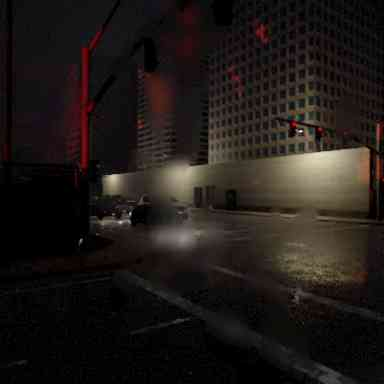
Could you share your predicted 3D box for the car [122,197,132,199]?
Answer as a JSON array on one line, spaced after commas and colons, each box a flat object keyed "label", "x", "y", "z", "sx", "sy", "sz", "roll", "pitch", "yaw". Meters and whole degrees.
[{"label": "car", "x": -10.294, "y": 1.574, "z": 50.912, "sx": 2.128, "sy": 1.511, "sz": 4.902, "roll": 0, "pitch": -1, "yaw": -35}]

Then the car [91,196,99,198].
[{"label": "car", "x": -13.985, "y": 1.389, "z": 43.708, "sx": 2.097, "sy": 1.767, "sz": 4.553, "roll": 0, "pitch": 0, "yaw": -35}]

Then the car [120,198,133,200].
[{"label": "car", "x": -8.070, "y": 1.637, "z": 35.345, "sx": 1.895, "sy": 1.301, "sz": 4.718, "roll": 0, "pitch": 0, "yaw": -35}]

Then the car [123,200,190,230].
[{"label": "car", "x": -2.364, "y": 1.518, "z": 21.224, "sx": 1.837, "sy": 1.490, "sz": 4.892, "roll": 0, "pitch": 0, "yaw": -34}]

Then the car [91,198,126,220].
[{"label": "car", "x": -7.677, "y": 1.539, "z": 28.743, "sx": 1.812, "sy": 1.442, "sz": 4.674, "roll": 0, "pitch": 0, "yaw": -35}]

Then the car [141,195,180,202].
[{"label": "car", "x": -2.416, "y": 1.257, "z": 27.383, "sx": 2.150, "sy": 2.045, "sz": 5.566, "roll": 0, "pitch": 0, "yaw": -35}]

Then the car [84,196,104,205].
[{"label": "car", "x": -18.488, "y": 1.577, "z": 62.451, "sx": 2.128, "sy": 1.511, "sz": 4.902, "roll": 0, "pitch": 0, "yaw": -36}]
